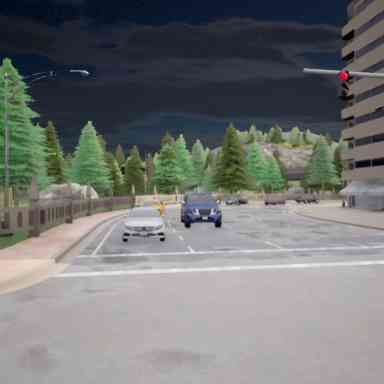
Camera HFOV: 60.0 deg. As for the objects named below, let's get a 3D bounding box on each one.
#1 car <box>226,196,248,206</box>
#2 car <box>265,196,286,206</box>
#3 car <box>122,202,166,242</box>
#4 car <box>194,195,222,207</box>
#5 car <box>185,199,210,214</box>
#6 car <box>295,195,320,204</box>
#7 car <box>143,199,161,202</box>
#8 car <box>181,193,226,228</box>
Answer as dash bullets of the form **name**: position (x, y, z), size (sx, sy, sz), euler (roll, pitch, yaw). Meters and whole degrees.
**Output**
- **car**: position (6.676, 1.299, 49.284), size (2.128, 1.511, 4.902), euler (0, 0, 34)
- **car**: position (12.937, 1.367, 51.405), size (1.994, 1.385, 4.181), euler (0, 0, 41)
- **car**: position (-2.288, 1.440, 16.024), size (1.812, 1.442, 4.674), euler (0, 0, -7)
- **car**: position (2.376, 1.299, 48.869), size (2.128, 1.511, 4.902), euler (0, 0, 30)
- **car**: position (0.649, 1.457, 33.915), size (1.895, 1.301, 4.718), euler (0, 0, 10)
- **car**: position (20.239, 1.276, 58.194), size (4.902, 1.511, 2.128), euler (0, 0, -31)
- **car**: position (-3.278, 1.355, 26.954), size (1.882, 1.535, 5.008), euler (0, 0, 0)
- **car**: position (0.469, 1.118, 21.642), size (2.150, 2.045, 5.566), euler (0, 0, -6)
